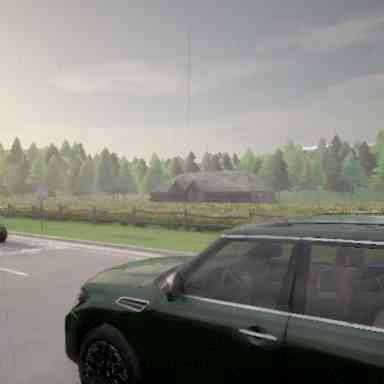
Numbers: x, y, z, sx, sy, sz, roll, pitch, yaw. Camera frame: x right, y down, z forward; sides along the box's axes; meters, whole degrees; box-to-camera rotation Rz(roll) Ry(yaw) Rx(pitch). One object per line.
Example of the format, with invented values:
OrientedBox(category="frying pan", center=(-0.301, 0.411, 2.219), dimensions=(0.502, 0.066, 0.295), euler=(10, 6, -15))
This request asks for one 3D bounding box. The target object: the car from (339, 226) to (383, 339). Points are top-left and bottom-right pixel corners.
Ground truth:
OrientedBox(category="car", center=(4.982, 1.465, 4.738), dimensions=(5.008, 1.535, 1.882), euler=(0, 0, 36))

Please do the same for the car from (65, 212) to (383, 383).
OrientedBox(category="car", center=(1.163, 1.227, 3.164), dimensions=(5.566, 2.045, 2.150), euler=(-1, 0, 36))

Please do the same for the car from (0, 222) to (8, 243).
OrientedBox(category="car", center=(-10.662, 1.722, 15.913), dimensions=(4.181, 1.385, 1.994), euler=(-1, 0, 36))
